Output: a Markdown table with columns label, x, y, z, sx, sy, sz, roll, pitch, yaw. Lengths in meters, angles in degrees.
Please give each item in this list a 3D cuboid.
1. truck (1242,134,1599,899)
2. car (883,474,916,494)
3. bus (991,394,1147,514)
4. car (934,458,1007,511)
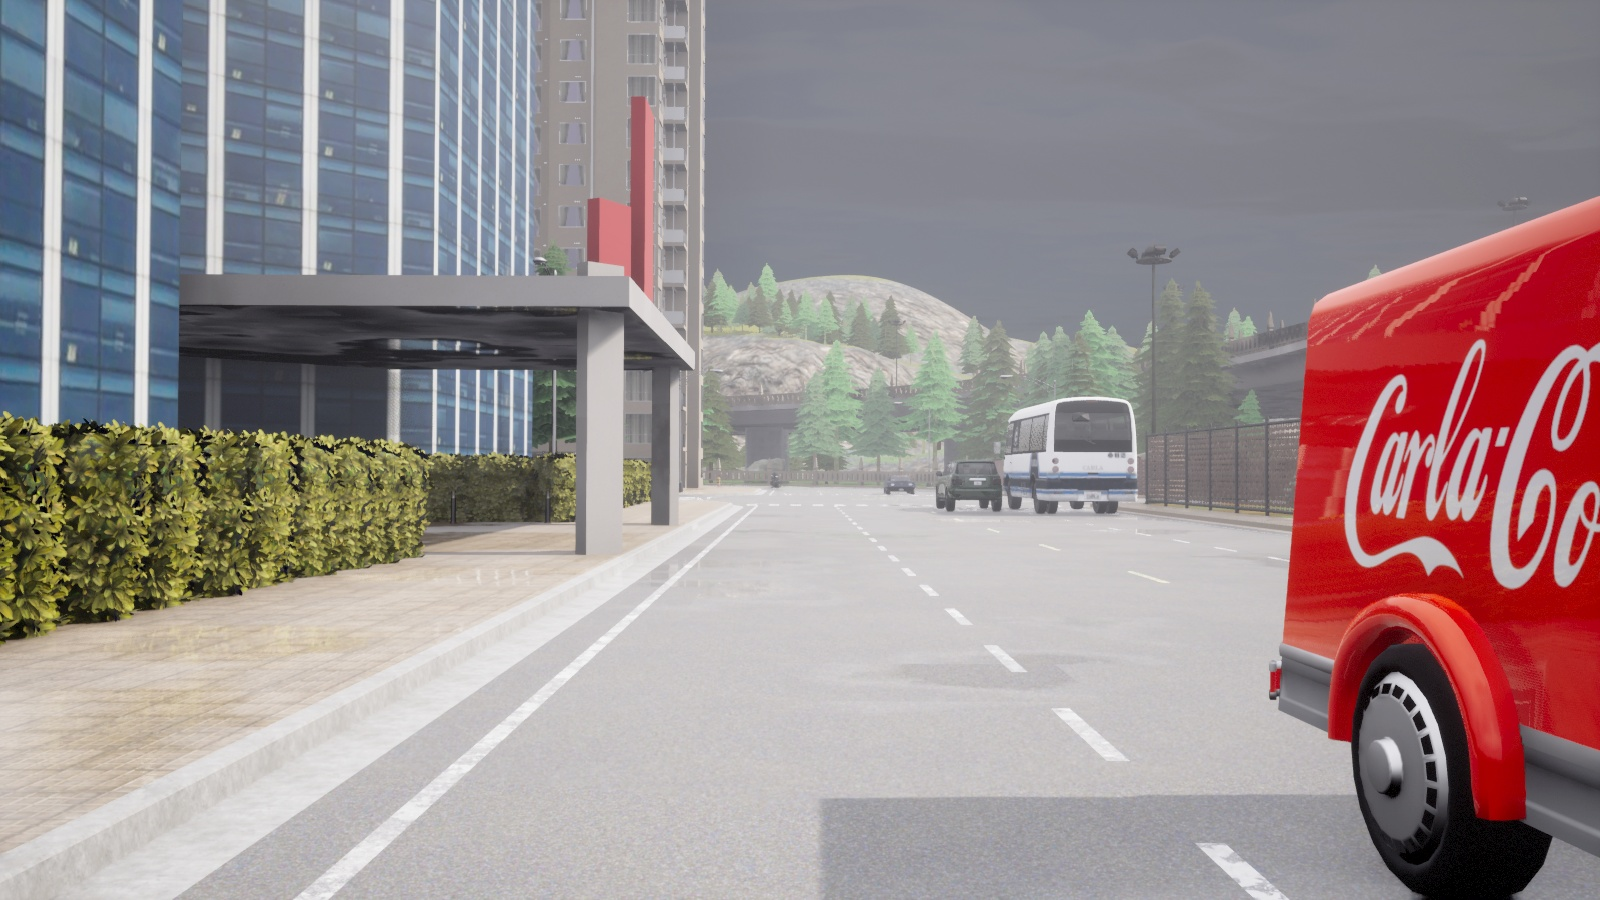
| label | x | y | z | sx | sy | sz | roll | pitch | yaw |
| --- | --- | --- | --- | --- | --- | --- | --- | --- | --- |
| truck | 3.488 | 0.373 | 3.519 | 2.627 | 2.467 | 5.204 | 0 | -1 | 0 |
| car | 6.771 | 2.329 | 86.028 | 1.895 | 1.301 | 4.718 | 0 | -1 | 0 |
| bus | 10.362 | 0.232 | 49.859 | 3.944 | 4.253 | 10.273 | 0 | -1 | 0 |
| car | 6.864 | 1.363 | 51.171 | 2.150 | 2.045 | 5.566 | 0 | -1 | 0 |
